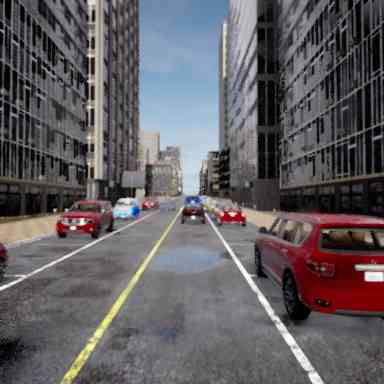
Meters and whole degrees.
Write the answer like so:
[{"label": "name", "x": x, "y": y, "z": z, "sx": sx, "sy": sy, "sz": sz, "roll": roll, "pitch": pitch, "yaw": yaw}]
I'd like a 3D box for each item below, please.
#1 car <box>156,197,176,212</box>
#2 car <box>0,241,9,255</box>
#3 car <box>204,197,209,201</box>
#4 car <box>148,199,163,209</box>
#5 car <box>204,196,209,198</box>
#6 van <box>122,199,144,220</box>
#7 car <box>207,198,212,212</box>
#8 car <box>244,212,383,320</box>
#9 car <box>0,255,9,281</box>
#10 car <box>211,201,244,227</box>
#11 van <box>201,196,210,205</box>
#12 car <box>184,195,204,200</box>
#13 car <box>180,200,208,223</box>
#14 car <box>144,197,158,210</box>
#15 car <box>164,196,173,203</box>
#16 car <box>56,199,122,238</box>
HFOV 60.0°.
[{"label": "car", "x": -3.088, "y": 1.778, "z": 43.172, "sx": 2.033, "sy": 1.411, "sz": 5.357, "roll": 0, "pitch": 0, "yaw": 0}, {"label": "car", "x": -5.676, "y": 1.621, "z": 7.237, "sx": 1.802, "sy": 1.307, "sz": 4.206, "roll": 1, "pitch": 0, "yaw": 0}, {"label": "car", "x": 2.708, "y": 1.744, "z": 40.969, "sx": 1.752, "sy": 1.417, "sz": 4.829, "roll": 1, "pitch": 0, "yaw": 0}, {"label": "car", "x": -5.639, "y": 1.844, "z": 51.837, "sx": 1.947, "sy": 1.339, "sz": 4.313, "roll": 1, "pitch": 0, "yaw": 0}, {"label": "car", "x": 2.709, "y": 1.836, "z": 57.701, "sx": 1.752, "sy": 1.417, "sz": 4.829, "roll": 1, "pitch": 0, "yaw": 0}, {"label": "van", "x": -5.678, "y": 1.499, "z": 29.539, "sx": 1.690, "sy": 1.788, "sz": 3.998, "roll": 1, "pitch": 0, "yaw": 0}, {"label": "car", "x": 2.709, "y": 1.598, "z": 29.645, "sx": 1.967, "sy": 1.590, "sz": 4.097, "roll": 1, "pitch": 0, "yaw": 0}, {"label": "car", "x": 2.710, "y": 1.355, "z": 7.338, "sx": 2.192, "sy": 1.841, "sz": 5.009, "roll": 1, "pitch": 0, "yaw": 0}, {"label": "car", "x": -3.099, "y": 1.536, "z": 1.868, "sx": 1.812, "sy": 1.442, "sz": 4.674, "roll": 0, "pitch": 0, "yaw": 0}, {"label": "car", "x": 2.708, "y": 1.569, "z": 24.068, "sx": 1.967, "sy": 1.590, "sz": 4.097, "roll": 1, "pitch": 0, "yaw": 0}, {"label": "van", "x": 2.714, "y": 1.712, "z": 68.687, "sx": 1.690, "sy": 1.788, "sz": 3.998, "roll": 1, "pitch": 0, "yaw": 0}, {"label": "car", "x": 0.105, "y": 1.465, "z": 44.999, "sx": 2.150, "sy": 2.045, "sz": 5.566, "roll": 0, "pitch": 0, "yaw": 0}, {"label": "car", "x": 0.102, "y": 1.650, "z": 27.131, "sx": 1.837, "sy": 1.490, "sz": 4.892, "roll": 0, "pitch": 0, "yaw": 0}, {"label": "car", "x": -5.635, "y": 1.563, "z": 46.264, "sx": 2.192, "sy": 1.841, "sz": 5.009, "roll": 1, "pitch": 0, "yaw": 0}, {"label": "car", "x": -5.635, "y": 1.871, "z": 79.714, "sx": 1.967, "sy": 1.590, "sz": 4.097, "roll": 1, "pitch": 0, "yaw": 0}, {"label": "car", "x": -5.670, "y": 1.413, "z": 18.388, "sx": 2.192, "sy": 1.841, "sz": 5.009, "roll": 1, "pitch": 0, "yaw": 0}]
